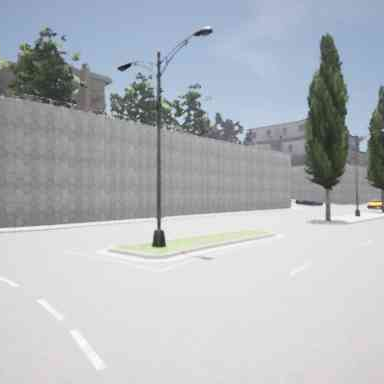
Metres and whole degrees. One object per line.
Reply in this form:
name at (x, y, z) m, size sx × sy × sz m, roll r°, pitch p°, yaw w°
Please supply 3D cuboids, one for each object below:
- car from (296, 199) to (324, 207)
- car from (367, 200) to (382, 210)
car at (21.552, 1.909, 60.842) m, size 1.895 × 1.301 × 4.718 m, roll 0°, pitch 4°, yaw -43°
car at (28.833, 1.959, 51.819) m, size 1.882 × 1.535 × 5.008 m, roll 0°, pitch 0°, yaw 44°
